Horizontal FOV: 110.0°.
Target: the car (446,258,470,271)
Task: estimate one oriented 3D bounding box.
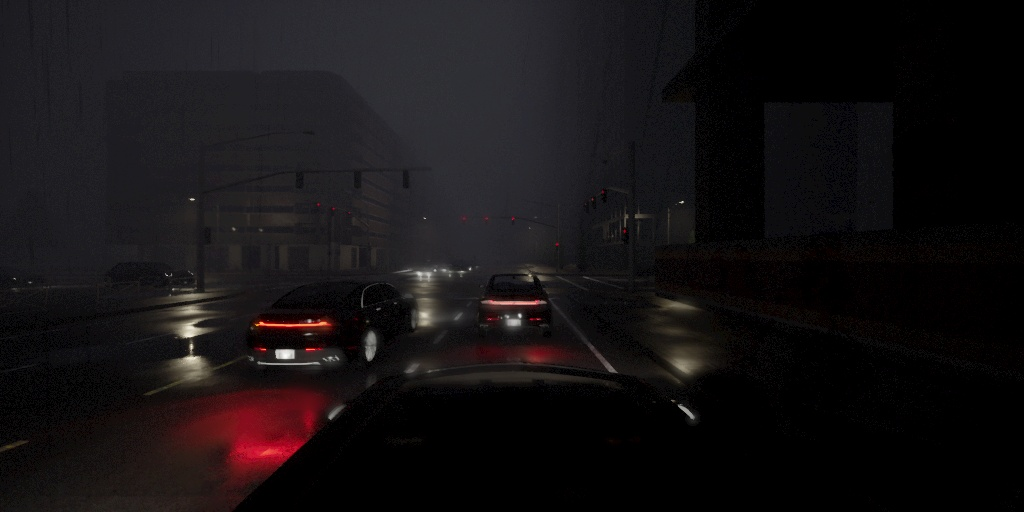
[{"bbox_3d":[-7.491,1.228,50.268,1.882,1.535,5.008,0,0,0],"label":"car"}]

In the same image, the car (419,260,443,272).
[{"bbox_3d":[-10.984,1.241,47.497,2.128,1.511,4.902,0,0,0],"label":"car"}]

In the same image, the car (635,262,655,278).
[{"bbox_3d":[13.946,1.297,34.220,4.902,1.511,2.128,0,0,0],"label":"car"}]

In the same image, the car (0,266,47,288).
[{"bbox_3d":[-34.321,1.353,23.601,5.357,1.411,2.033,0,0,0],"label":"car"}]

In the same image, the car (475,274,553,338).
[{"bbox_3d":[0.059,1.242,10.229,2.128,1.511,4.902,0,0,0],"label":"car"}]

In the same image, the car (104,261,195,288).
[{"bbox_3d":[-23.706,1.157,23.584,4.553,1.767,2.097,0,0,0],"label":"car"}]

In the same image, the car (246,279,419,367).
[{"bbox_3d":[-3.451,1.255,7.909,1.837,1.490,4.892,0,0,0],"label":"car"}]

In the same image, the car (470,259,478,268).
[{"bbox_3d":[-7.411,1.314,60.285,1.994,1.385,4.181,0,0,1],"label":"car"}]

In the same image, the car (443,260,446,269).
[{"bbox_3d":[-10.954,1.351,56.841,1.895,1.301,4.718,0,0,1],"label":"car"}]
